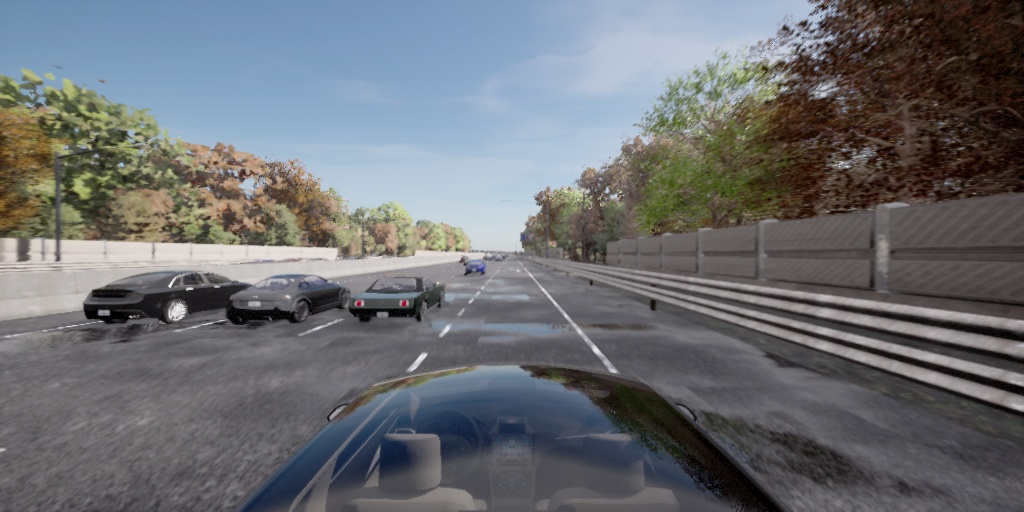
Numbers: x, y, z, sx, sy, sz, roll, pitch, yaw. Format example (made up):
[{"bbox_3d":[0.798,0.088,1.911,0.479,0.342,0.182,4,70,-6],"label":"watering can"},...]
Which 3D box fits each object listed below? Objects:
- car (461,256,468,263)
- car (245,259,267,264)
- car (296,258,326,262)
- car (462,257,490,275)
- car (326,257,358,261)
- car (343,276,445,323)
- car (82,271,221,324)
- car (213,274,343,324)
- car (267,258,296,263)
[{"bbox_3d":[-6.952,1.037,60.971,1.895,1.301,4.718,0,0,0],"label":"car"},{"bbox_3d":[-31.494,1.070,45.154,2.033,1.411,5.357,0,0,1],"label":"car"},{"bbox_3d":[-24.507,1.010,45.515,2.128,1.511,4.902,0,0,1],"label":"car"},{"bbox_3d":[-3.474,1.099,35.102,1.812,1.442,4.674,0,0,0],"label":"car"},{"bbox_3d":[-21.012,0.872,45.425,2.097,1.767,4.553,0,0,1],"label":"car"},{"bbox_3d":[-3.491,1.297,11.913,1.895,1.301,4.718,0,0,0],"label":"car"},{"bbox_3d":[-10.493,1.204,11.647,1.837,1.490,4.892,0,0,0],"label":"car"},{"bbox_3d":[-6.992,1.261,11.741,1.994,1.385,4.181,0,0,0],"label":"car"},{"bbox_3d":[-28.003,0.999,45.348,1.882,1.535,5.008,0,0,1],"label":"car"}]
